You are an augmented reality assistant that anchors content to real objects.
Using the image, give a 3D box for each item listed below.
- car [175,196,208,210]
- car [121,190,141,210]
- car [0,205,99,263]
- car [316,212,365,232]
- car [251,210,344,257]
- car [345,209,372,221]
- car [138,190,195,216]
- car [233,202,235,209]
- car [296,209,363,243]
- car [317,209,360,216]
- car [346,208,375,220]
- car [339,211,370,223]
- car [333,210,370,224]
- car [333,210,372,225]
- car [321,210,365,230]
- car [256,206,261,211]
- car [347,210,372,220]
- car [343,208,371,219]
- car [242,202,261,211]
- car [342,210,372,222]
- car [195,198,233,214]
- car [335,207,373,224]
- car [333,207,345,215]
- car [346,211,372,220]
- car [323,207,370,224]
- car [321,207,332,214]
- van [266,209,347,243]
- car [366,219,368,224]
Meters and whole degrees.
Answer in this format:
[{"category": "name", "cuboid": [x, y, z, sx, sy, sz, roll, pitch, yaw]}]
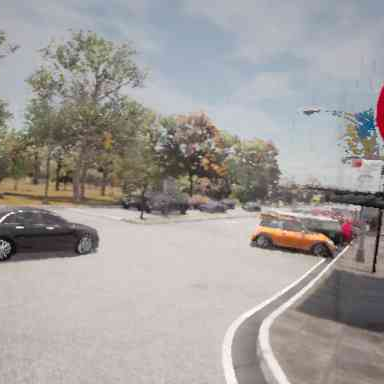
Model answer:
[{"category": "car", "cuboid": [0.046, 1.460, 42.811, 1.882, 1.535, 5.008, 7, 1, 29]}, {"category": "car", "cuboid": [-4.815, 0.825, 34.246, 2.150, 2.045, 5.566, 7, 1, 30]}, {"category": "car", "cuboid": [-5.162, 1.245, 10.690, 1.837, 1.490, 4.892, 6, -2, 32]}, {"category": "car", "cuboid": [17.677, 3.496, 39.849, 4.892, 1.521, 2.231, 7, 2, 10]}, {"category": "car", "cuboid": [5.721, 2.435, 19.005, 4.553, 1.767, 2.185, 7, 1, 10]}, {"category": "car", "cuboid": [36.887, 5.064, 73.780, 4.553, 1.767, 2.185, 7, 1, 10]}, {"category": "car", "cuboid": [-2.360, 1.132, 32.535, 2.150, 2.045, 5.566, 7, 1, 29]}, {"category": "car", "cuboid": [5.089, 1.859, 51.704, 1.882, 1.535, 5.008, 7, 1, 30]}, {"category": "car", "cuboid": [8.768, 2.548, 24.191, 5.566, 2.045, 2.435, 7, 2, 10]}, {"category": "car", "cuboid": [10.323, 2.671, 26.798, 5.566, 2.045, 2.435, 7, 1, 10]}, {"category": "car", "cuboid": [41.328, 5.313, 81.619, 5.566, 2.045, 2.435, 7, 1, 10]}, {"category": "car", "cuboid": [30.912, 4.665, 63.348, 4.792, 1.488, 2.163, 7, 1, 10]}, {"category": "car", "cuboid": [27.814, 4.342, 58.153, 5.366, 1.575, 1.946, 7, 1, 10]}, {"category": "car", "cuboid": [26.705, 4.258, 55.488, 5.366, 1.575, 1.946, 7, 1, 10]}, {"category": "car", "cuboid": [19.194, 3.492, 42.452, 4.553, 1.767, 2.185, 7, 2, 10]}, {"category": "car", "cuboid": [8.436, 2.569, 33.789, 1.882, 1.535, 5.008, 7, 1, 30]}, {"category": "car", "cuboid": [39.820, 5.471, 79.017, 4.792, 1.488, 2.163, 7, 1, 10]}, {"category": "car", "cuboid": [23.634, 3.733, 50.293, 5.566, 2.045, 2.435, 7, 1, 10]}, {"category": "car", "cuboid": [9.649, 2.351, 53.695, 2.128, 1.511, 4.902, 7, 1, 30]}, {"category": "car", "cuboid": [33.886, 4.916, 68.572, 5.008, 1.535, 2.097, 7, 1, 10]}, {"category": "car", "cuboid": [2.684, 1.850, 41.437, 2.033, 1.411, 5.357, 7, 1, 30]}, {"category": "car", "cuboid": [29.473, 4.251, 60.729, 5.566, 2.045, 2.435, 7, 1, 10]}, {"category": "car", "cuboid": [38.074, 4.983, 86.191, 2.097, 1.767, 4.553, 7, 1, 30]}, {"category": "car", "cuboid": [38.311, 5.358, 76.397, 4.674, 1.452, 2.002, 7, 2, 10]}, {"category": "car", "cuboid": [14.777, 3.017, 34.626, 5.566, 2.045, 2.435, 7, 1, 10]}, {"category": "car", "cuboid": [35.659, 4.849, 88.016, 1.812, 1.442, 4.674, 7, 1, 30]}, {"category": "van", "cuboid": [7.174, 2.445, 21.607, 4.442, 1.987, 1.878, 7, 2, 10]}, {"category": "car", "cuboid": [13.420, 3.168, 31.995, 5.366, 1.575, 1.946, 7, 1, 10]}]
